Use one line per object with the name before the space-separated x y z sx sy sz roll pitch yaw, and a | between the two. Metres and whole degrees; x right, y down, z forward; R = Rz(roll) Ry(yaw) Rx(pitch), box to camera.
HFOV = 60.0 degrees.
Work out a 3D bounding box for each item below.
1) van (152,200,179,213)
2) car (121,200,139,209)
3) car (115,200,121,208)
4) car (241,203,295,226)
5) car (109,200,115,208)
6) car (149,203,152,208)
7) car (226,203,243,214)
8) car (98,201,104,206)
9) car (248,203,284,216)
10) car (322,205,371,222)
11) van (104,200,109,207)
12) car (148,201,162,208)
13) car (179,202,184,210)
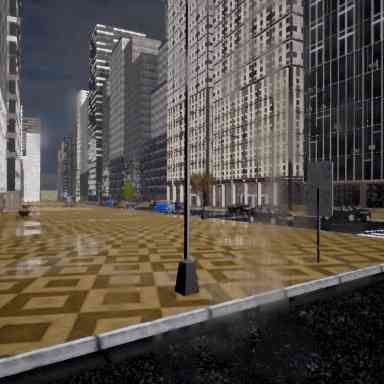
van | -3.709 2.005 46.194 1.690 1.788 3.998 -1 -1 -26
car | -11.052 2.525 61.380 2.008 1.369 4.403 -1 -1 -26
car | -13.428 2.602 66.291 1.752 1.417 4.829 -1 -1 -26
car | 6.091 1.813 25.938 2.008 1.369 4.403 -1 -1 -26
car | -15.950 2.731 71.507 1.887 1.381 4.507 -1 -1 -26
car | -7.035 2.558 66.386 1.837 1.490 4.892 0 -1 -26
car | 6.288 2.168 44.777 1.947 1.339 4.313 -1 -1 -26
car | -23.297 3.053 86.695 1.887 1.381 4.507 -1 -1 -26
car | 8.737 2.068 39.714 1.947 1.339 4.313 -1 -1 -26
car | 13.635 1.854 29.587 2.008 1.369 4.403 -1 -1 -26
van | -18.403 2.634 76.571 1.690 1.788 3.998 -1 -1 -26
car | -8.406 2.808 75.155 1.802 1.307 4.206 -1 -1 -26
car | -2.560 2.389 57.148 1.812 1.442 4.674 0 -1 -26
